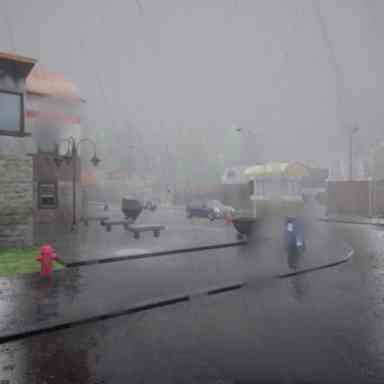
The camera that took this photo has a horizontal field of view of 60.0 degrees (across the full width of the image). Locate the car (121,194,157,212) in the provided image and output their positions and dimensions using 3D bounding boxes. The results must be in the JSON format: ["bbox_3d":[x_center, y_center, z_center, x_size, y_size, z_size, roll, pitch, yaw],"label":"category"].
[{"bbox_3d":[-6.125,1.211,37.784,2.150,2.045,5.566,0,0,-35],"label":"car"}]

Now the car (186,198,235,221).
[{"bbox_3d":[1.430,1.345,27.103,2.097,1.767,4.553,0,0,-35],"label":"car"}]
